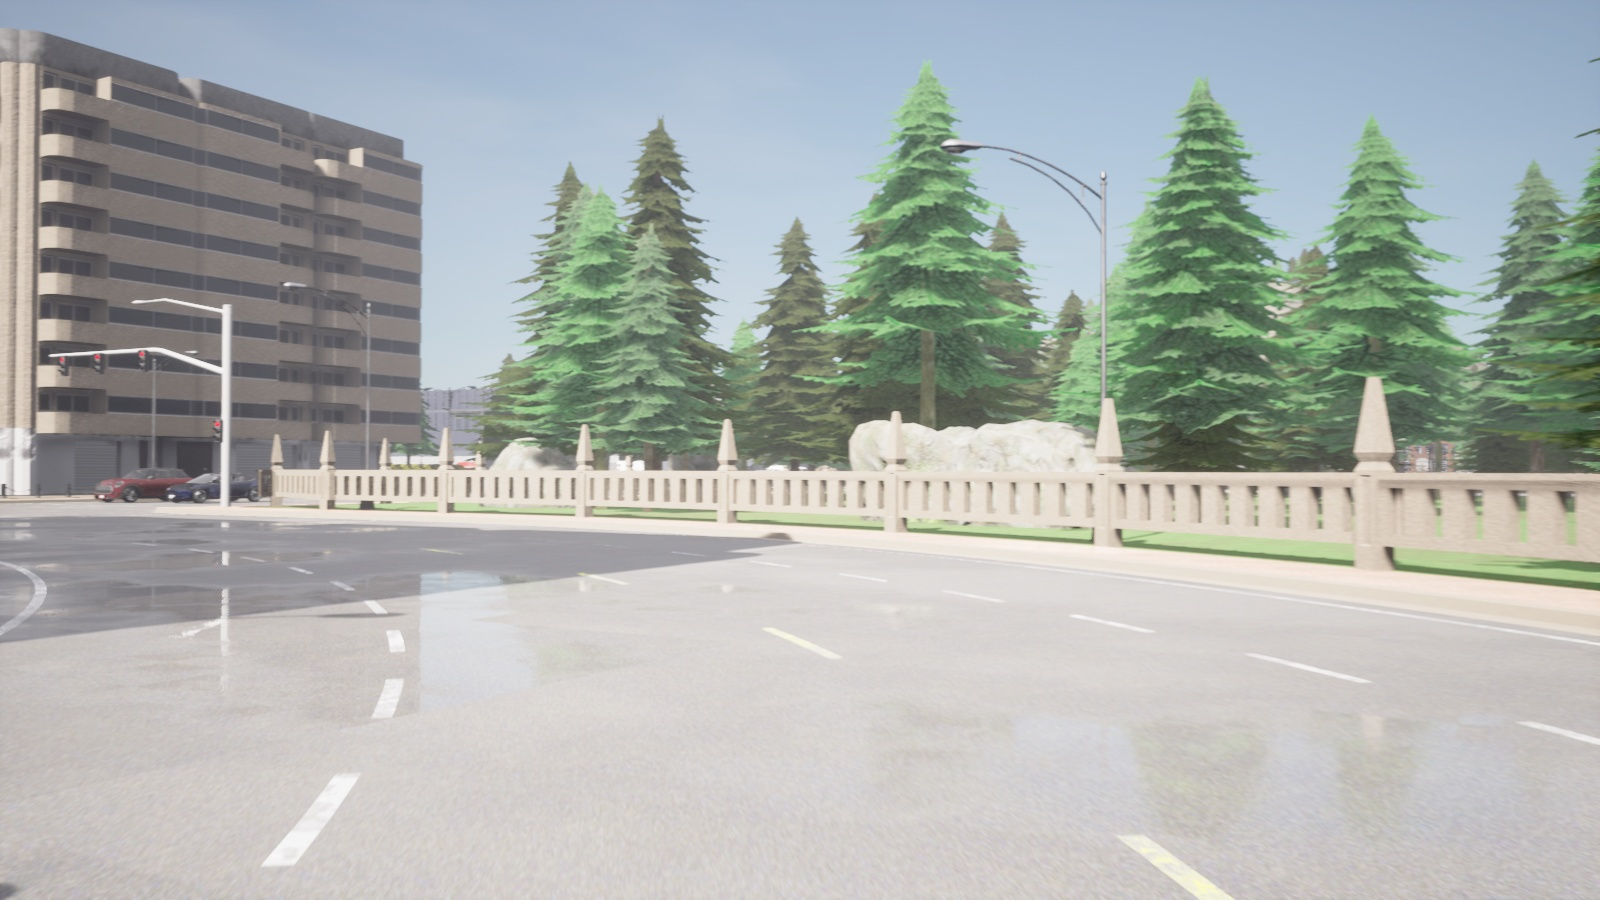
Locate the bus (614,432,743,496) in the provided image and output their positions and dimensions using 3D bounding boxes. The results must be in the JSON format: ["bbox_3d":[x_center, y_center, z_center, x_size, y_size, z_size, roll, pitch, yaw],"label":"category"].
[{"bbox_3d":[-8.476,1.034,89.310,3.944,4.253,10.273,-1,-1,30],"label":"bus"}]

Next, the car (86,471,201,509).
[{"bbox_3d":[-32.148,1.929,61.615,2.097,1.767,4.553,-1,-1,29],"label":"car"}]

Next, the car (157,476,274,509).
[{"bbox_3d":[-28.386,2.043,61.154,2.163,1.488,4.792,-1,-1,29],"label":"car"}]
